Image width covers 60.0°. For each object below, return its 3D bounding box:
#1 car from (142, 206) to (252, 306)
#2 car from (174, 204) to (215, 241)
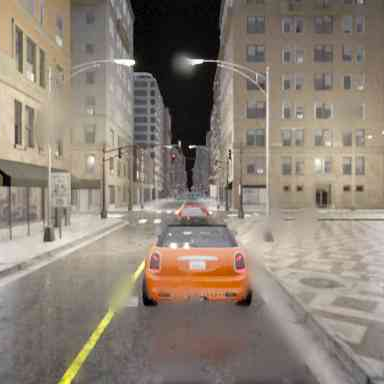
[{"bbox_3d":[0.094,1.352,8.182,2.097,1.767,4.553,0,0,0],"label":"car"},{"bbox_3d":[0.095,1.477,17.782,1.882,1.535,5.008,0,0,0],"label":"car"}]
